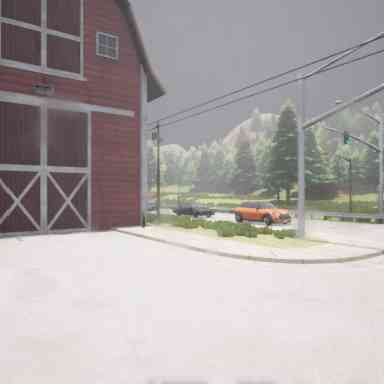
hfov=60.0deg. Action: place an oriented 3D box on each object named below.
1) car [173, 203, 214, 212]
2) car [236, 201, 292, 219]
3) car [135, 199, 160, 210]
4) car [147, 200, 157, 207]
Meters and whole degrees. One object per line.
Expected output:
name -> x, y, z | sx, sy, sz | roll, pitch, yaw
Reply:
car -> 0.026, 1.770, 33.435 | 2.033, 1.411, 5.357 | 0, 0, -34
car -> 5.405, 1.524, 25.577 | 2.097, 1.767, 4.553 | 0, 0, -34
car -> -6.640, 1.847, 49.556 | 1.812, 1.442, 4.674 | 0, 0, -34
car -> -5.594, 1.839, 41.650 | 1.994, 1.385, 4.181 | 0, 0, -35
